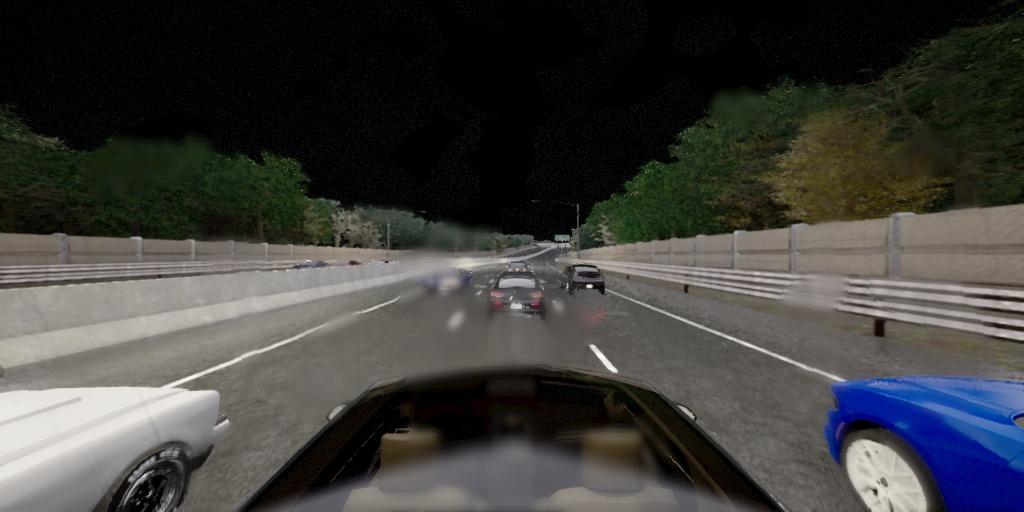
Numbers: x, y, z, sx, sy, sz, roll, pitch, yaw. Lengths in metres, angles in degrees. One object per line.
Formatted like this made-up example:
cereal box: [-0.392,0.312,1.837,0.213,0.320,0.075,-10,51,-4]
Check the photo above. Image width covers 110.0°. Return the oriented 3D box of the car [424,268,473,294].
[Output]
car: [-3.248,1.292,19.449,1.895,1.301,4.718,0,0,1]

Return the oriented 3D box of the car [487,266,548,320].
car: [0.174,1.248,12.333,1.812,1.442,4.674,0,0,0]

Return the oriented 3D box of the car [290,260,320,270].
car: [-20.538,1.165,37.087,2.033,1.411,5.357,0,0,2]

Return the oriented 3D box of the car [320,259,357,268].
car: [-17.045,1.099,36.616,1.882,1.535,5.008,0,0,2]

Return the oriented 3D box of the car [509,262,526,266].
car: [0.510,1.193,31.767,2.033,1.411,5.357,0,0,1]

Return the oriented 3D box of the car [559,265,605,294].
car: [3.760,1.199,19.629,1.837,1.490,4.892,0,0,1]

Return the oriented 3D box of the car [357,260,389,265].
car: [-13.550,1.149,36.466,1.812,1.442,4.674,0,0,2]

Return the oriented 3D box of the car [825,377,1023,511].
car: [3.611,1.229,0.986,1.882,1.535,5.008,0,0,0]

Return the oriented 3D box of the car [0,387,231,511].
car: [-3.393,1.350,0.963,1.895,1.301,4.718,0,0,0]
